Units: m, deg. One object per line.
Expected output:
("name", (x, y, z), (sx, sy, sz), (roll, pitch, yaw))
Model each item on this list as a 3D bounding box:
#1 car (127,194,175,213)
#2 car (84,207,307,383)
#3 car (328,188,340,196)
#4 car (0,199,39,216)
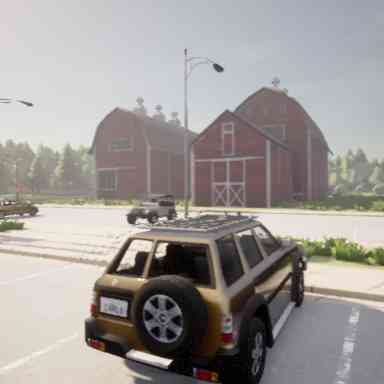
("car", (-2.514, 1.102, 21.756), (1.905, 1.878, 3.866), (0, 1, 27))
("car", (0.512, 1.247, 5.314), (1.932, 1.855, 4.605), (0, 1, 27))
("car", (31.400, 0.104, 75.001), (3.866, 1.878, 1.905), (1, -6, -16))
("car", (-14.771, 1.327, 27.399), (1.816, 1.474, 4.193), (0, 1, 27))
